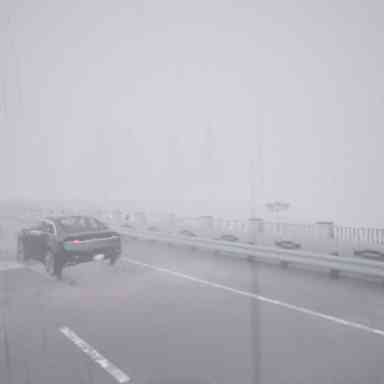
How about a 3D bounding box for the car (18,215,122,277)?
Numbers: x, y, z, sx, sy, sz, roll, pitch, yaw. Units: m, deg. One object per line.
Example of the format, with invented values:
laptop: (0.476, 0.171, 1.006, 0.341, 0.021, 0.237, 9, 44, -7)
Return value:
car: (-4.001, 1.496, 10.456, 2.128, 1.511, 4.902, -2, 0, -41)
